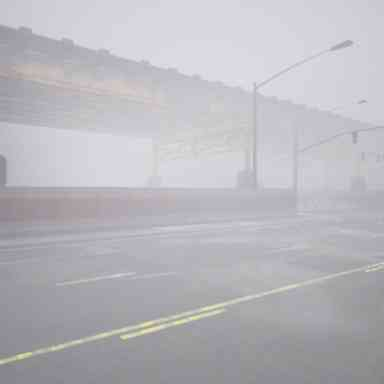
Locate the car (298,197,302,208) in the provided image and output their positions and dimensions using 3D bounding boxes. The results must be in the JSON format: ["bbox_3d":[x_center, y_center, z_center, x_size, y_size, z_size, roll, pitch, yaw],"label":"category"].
[{"bbox_3d":[10.198,1.284,39.355,4.536,1.218,1.853,0,0,8],"label":"car"}]

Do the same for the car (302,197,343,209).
[{"bbox_3d":[17.906,1.438,45.792,4.974,1.542,2.038,0,0,-7],"label":"car"}]

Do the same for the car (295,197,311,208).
[{"bbox_3d":[14.011,1.283,42.082,1.853,1.218,4.536,0,0,18],"label":"car"}]

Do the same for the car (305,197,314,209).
[{"bbox_3d":[13.995,1.440,42.033,2.038,1.542,4.974,0,0,18],"label":"car"}]

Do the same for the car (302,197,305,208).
[{"bbox_3d":[10.250,1.442,39.348,4.974,1.542,2.038,0,0,8],"label":"car"}]

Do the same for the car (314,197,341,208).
[{"bbox_3d":[17.854,1.281,45.786,4.536,1.218,1.853,0,0,-7],"label":"car"}]
